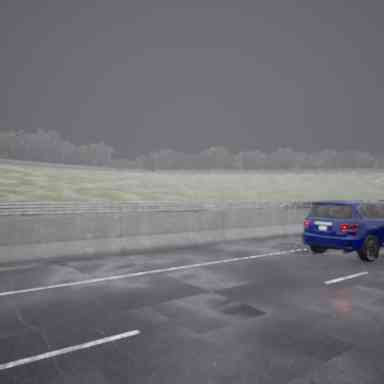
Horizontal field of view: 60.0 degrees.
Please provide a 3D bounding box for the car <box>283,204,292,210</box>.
[{"bbox_3d":[12.700,1.812,38.793,4.892,1.490,1.837,1,0,-35],"label":"car"}]

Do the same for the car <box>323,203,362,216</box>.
[{"bbox_3d":[17.047,1.932,37.590,4.718,1.301,1.895,1,0,-35],"label":"car"}]

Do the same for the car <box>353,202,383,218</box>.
[{"bbox_3d":[19.022,1.836,34.698,4.892,1.490,1.837,1,0,-35],"label":"car"}]

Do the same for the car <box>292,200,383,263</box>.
[{"bbox_3d":[6.574,1.327,12.717,5.566,2.045,2.150,1,0,-35],"label":"car"}]
